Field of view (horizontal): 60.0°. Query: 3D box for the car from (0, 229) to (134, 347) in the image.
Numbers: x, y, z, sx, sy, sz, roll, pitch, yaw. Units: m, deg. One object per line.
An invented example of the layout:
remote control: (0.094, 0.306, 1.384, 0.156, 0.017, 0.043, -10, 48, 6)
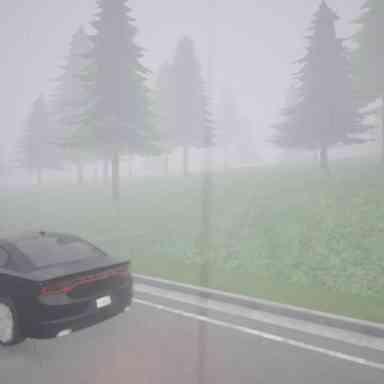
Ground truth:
car: (-3.321, 1.453, 6.363, 5.008, 1.535, 1.882, 0, 0, 36)
